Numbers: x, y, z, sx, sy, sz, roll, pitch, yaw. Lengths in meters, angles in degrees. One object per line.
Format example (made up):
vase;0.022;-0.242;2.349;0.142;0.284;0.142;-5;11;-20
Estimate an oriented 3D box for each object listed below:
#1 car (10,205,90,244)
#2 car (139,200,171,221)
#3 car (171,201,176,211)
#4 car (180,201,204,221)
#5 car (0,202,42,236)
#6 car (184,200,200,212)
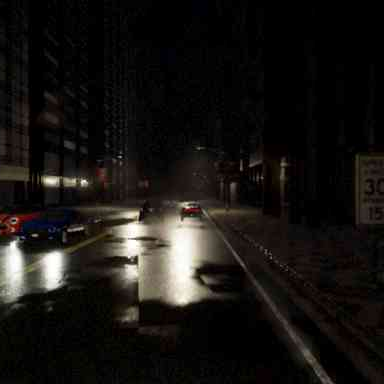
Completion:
car;-6.616;1.574;16.518;1.882;1.535;5.008;0;0;0
car;-3.260;1.519;28.865;2.097;1.767;4.553;0;0;0
car;-3.247;1.821;44.758;1.994;1.385;4.181;0;0;0
car;-0.009;1.660;28.895;2.128;1.511;4.902;0;0;0
car;-9.800;1.461;18.738;2.097;1.767;4.553;0;0;0
car;0.002;1.820;44.560;1.994;1.385;4.181;0;0;0
